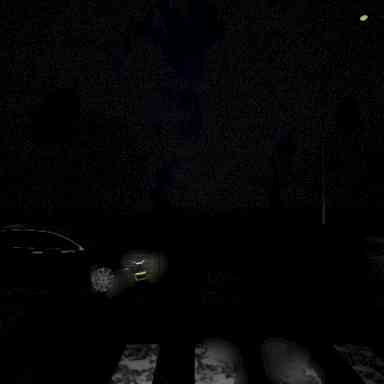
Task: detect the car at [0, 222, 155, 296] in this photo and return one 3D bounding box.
[{"bbox_3d":[-3.368,1.516,8.046,4.892,1.490,1.837,-1,0,1],"label":"car"}]
